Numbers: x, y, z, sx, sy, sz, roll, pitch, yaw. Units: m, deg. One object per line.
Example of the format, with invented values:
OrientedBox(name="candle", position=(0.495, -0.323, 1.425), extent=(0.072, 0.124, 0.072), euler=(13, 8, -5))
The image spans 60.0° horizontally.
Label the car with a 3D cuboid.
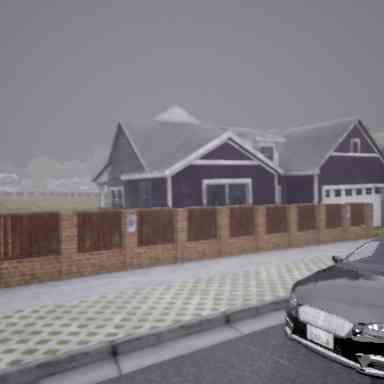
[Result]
OrientedBox(name="car", position=(3.609, 1.484, 5.329), extent=(4.902, 1.511, 2.128), euler=(0, 0, -32))
